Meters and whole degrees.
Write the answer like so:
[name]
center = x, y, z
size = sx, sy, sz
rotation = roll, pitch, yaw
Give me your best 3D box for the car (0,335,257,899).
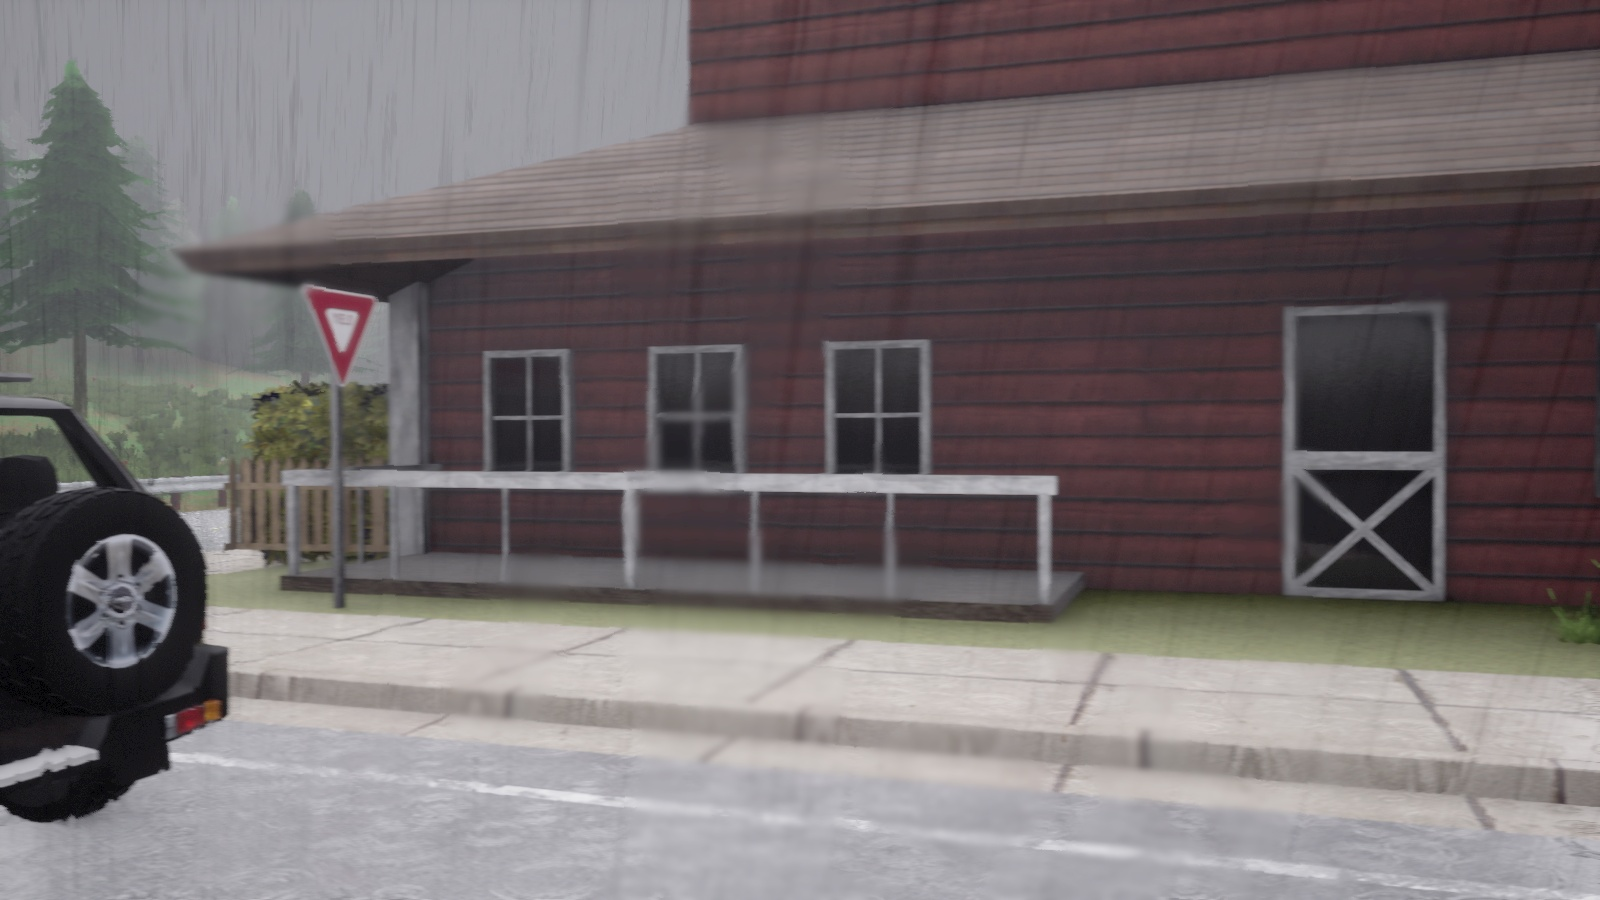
[car]
center = -4.624, 0.549, 4.766
size = 4.605, 1.855, 1.932
rotation = 0, 1, 19
